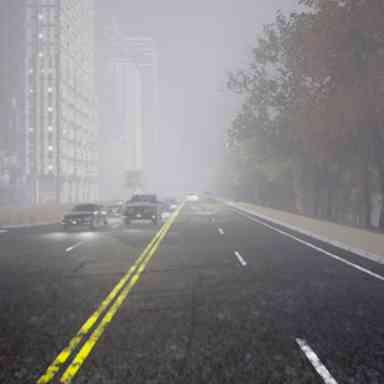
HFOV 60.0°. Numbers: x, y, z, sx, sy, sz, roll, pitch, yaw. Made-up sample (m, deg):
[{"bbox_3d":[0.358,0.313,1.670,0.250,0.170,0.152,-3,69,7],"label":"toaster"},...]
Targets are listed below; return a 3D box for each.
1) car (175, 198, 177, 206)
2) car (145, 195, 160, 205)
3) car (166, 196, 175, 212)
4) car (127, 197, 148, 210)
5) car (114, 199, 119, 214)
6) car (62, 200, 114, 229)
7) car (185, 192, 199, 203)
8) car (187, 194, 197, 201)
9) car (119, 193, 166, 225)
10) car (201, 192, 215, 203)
[{"bbox_3d":[-3.332,1.362,50.910,1.994,1.385,4.181,0,0,0],"label":"car"},{"bbox_3d":[-6.548,1.285,55.908,1.837,1.490,4.892,0,0,1],"label":"car"},{"bbox_3d":[-3.354,1.344,37.043,2.128,1.511,4.902,0,0,0],"label":"car"},{"bbox_3d":[-6.604,1.363,40.593,1.812,1.442,4.674,0,0,0],"label":"car"},{"bbox_3d":[-6.605,1.365,30.901,2.128,1.511,4.902,0,0,0],"label":"car"},{"bbox_3d":[-6.605,1.441,21.073,1.837,1.490,4.892,0,1,0],"label":"car"},{"bbox_3d":[-0.004,0.982,60.796,2.150,2.045,5.566,0,0,0],"label":"car"},{"bbox_3d":[-0.005,1.141,71.160,2.033,1.411,5.357,0,0,0],"label":"car"},{"bbox_3d":[-3.353,1.133,23.710,2.150,2.045,5.566,0,0,0],"label":"car"},{"bbox_3d":[3.244,1.253,60.767,2.128,1.511,4.902,0,0,0],"label":"car"}]
